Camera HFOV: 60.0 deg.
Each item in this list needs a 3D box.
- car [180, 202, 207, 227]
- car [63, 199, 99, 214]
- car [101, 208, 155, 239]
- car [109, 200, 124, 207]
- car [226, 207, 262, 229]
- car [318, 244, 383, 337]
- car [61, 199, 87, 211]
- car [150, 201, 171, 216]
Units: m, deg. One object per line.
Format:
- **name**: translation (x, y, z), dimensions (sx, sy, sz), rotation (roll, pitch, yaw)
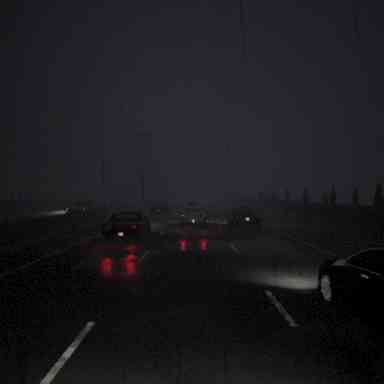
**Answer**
- **car**: translation (0.084, 1.718, 24.302), dimensions (1.812, 1.442, 4.674), rotation (0, -1, 0)
- **car**: translation (-10.596, 1.612, 32.296), dimensions (2.097, 1.767, 4.553), rotation (0, 0, 0)
- **car**: translation (-3.406, 1.742, 18.141), dimensions (1.895, 1.301, 4.718), rotation (0, 0, 0)
- **car**: translation (-14.034, 2.138, 61.708), dimensions (1.895, 1.301, 4.718), rotation (0, 0, 0)
- **car**: translation (3.593, 1.750, 23.510), dimensions (1.994, 1.385, 4.181), rotation (0, 0, 0)
- **car**: translation (3.598, 1.543, 5.197), dimensions (1.837, 1.490, 4.892), rotation (0, 0, 0)
- **car**: translation (-17.557, 1.897, 49.659), dimensions (2.128, 1.511, 4.902), rotation (0, -1, 1)
- **car**: translation (-3.411, 1.771, 36.245), dimensions (1.882, 1.535, 5.008), rotation (0, 0, 0)
